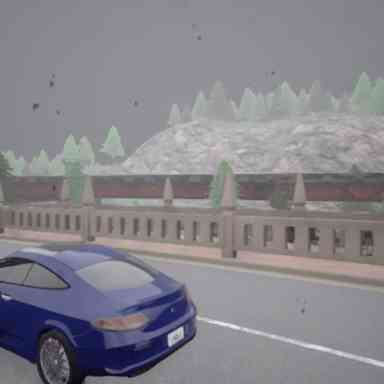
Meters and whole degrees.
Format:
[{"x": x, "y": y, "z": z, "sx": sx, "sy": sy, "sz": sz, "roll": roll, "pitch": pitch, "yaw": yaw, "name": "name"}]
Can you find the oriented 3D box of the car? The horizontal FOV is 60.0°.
[{"x": -2.125, "y": 1.515, "z": 5.125, "sx": 4.674, "sy": 1.442, "sz": 1.812, "roll": 0, "pitch": 0, "yaw": 33, "name": "car"}]
